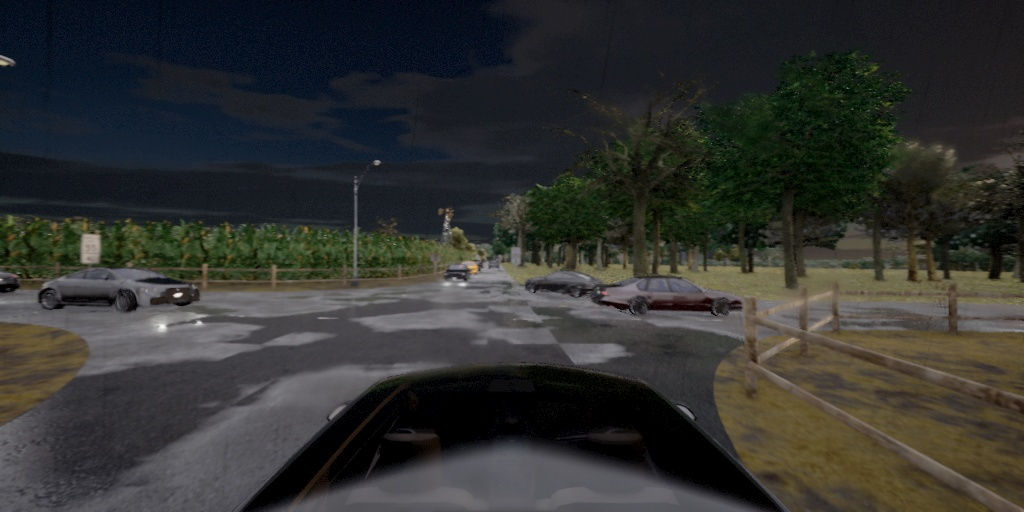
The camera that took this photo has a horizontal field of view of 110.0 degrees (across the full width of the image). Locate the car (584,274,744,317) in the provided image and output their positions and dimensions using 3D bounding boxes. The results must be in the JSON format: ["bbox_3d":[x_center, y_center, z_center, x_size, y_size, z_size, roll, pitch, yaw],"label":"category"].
[{"bbox_3d":[5.733,1.460,13.553,5.357,1.411,2.033,1,-2,-3],"label":"car"}]

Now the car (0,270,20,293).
[{"bbox_3d":[-24.615,0.995,15.638,4.181,1.385,1.994,1,-1,-3],"label":"car"}]

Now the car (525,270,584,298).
[{"bbox_3d":[2.891,1.524,20.470,4.674,1.442,1.812,2,1,38],"label":"car"}]

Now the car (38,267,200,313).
[{"bbox_3d":[-13.069,1.078,12.096,4.181,1.385,1.994,1,-2,5],"label":"car"}]

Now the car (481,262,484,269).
[{"bbox_3d":[-5.538,1.490,53.130,2.033,1.411,5.357,0,0,-2],"label":"car"}]

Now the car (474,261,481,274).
[{"bbox_3d":[-5.029,1.371,41.755,1.882,1.535,5.008,0,0,-3],"label":"car"}]

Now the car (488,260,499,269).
[{"bbox_3d":[-3.173,1.501,63.014,2.128,1.511,4.902,0,0,-3],"label":"car"}]

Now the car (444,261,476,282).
[{"bbox_3d":[-4.582,1.394,30.912,2.033,1.411,5.357,0,0,-1],"label":"car"}]

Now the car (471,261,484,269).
[{"bbox_3d":[-6.040,1.553,63.249,1.994,1.385,4.181,0,0,-3],"label":"car"}]
